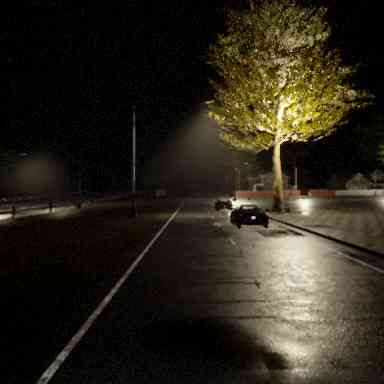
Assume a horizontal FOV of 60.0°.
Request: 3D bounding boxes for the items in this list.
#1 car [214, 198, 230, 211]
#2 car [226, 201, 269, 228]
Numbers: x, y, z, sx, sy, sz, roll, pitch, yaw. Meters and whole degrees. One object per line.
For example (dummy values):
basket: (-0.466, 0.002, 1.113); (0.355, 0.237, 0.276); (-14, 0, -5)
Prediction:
car: (3.666, 1.429, 39.312); (2.128, 1.511, 4.902); (0, 0, 0)
car: (3.636, 1.496, 21.665); (1.994, 1.385, 4.181); (0, 0, 0)
